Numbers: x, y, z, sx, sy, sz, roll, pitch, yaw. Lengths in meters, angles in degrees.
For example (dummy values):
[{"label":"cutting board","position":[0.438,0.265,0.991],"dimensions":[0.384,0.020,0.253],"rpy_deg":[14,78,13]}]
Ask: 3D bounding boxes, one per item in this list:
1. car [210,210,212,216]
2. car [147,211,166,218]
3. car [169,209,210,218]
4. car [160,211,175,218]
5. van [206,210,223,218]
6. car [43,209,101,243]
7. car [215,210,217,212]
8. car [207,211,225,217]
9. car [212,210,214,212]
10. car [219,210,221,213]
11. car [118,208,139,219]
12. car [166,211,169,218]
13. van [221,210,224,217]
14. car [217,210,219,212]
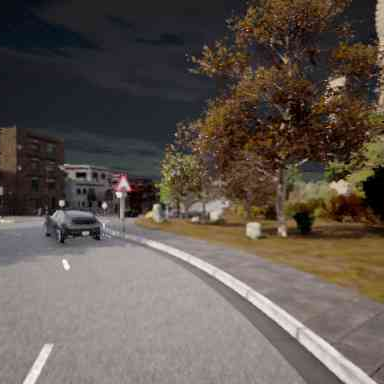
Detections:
[{"label":"car","position":[0.146,3.475,51.795],"dimensions":[5.008,1.535,2.097],"rpy_deg":[0,-4,9]},{"label":"car","position":[-6.975,4.231,62.501],"dimensions":[1.882,1.535,5.008],"rpy_deg":[0,-4,9]},{"label":"car","position":[-0.306,3.266,49.086],"dimensions":[4.892,1.521,2.231],"rpy_deg":[0,-4,9]},{"label":"car","position":[-5.262,4.919,72.791],"dimensions":[2.033,1.411,5.357],"rpy_deg":[0,-4,9]},{"label":"van","position":[5.904,5.693,87.075],"dimensions":[4.442,1.987,1.878],"rpy_deg":[0,-3,9]},{"label":"car","position":[-6.109,1.603,16.771],"dimensions":[1.837,1.490,4.892],"rpy_deg":[1,-1,-35]},{"label":"car","position":[1.322,4.090,59.954],"dimensions":[5.366,1.575,1.946],"rpy_deg":[0,-4,9]},{"label":"car","position":[6.499,5.949,89.756],"dimensions":[4.553,1.767,2.185],"rpy_deg":[0,-3,9]},{"label":"car","position":[0.609,3.684,54.501],"dimensions":[4.892,1.521,2.231],"rpy_deg":[0,-4,9]},{"label":"car","position":[3.312,4.904,70.763],"dimensions":[4.674,1.452,2.002],"rpy_deg":[0,-4,9]},{"label":"car","position":[-9.176,3.166,48.522],"dimensions":[1.882,1.535,5.008],"rpy_deg":[0,-6,9]},{"label":"car","position":[-3.632,4.283,62.787],"dimensions":[2.128,1.511,4.902],"rpy_deg":[0,-4,9]},{"label":"van","position":[4.779,5.182,78.895],"dimensions":[4.442,1.987,1.878],"rpy_deg":[0,-4,9]},{"label":"car","position":[2.377,4.362,65.352],"dimensions":[4.553,1.767,2.185],"rpy_deg":[0,-4,9]}]
